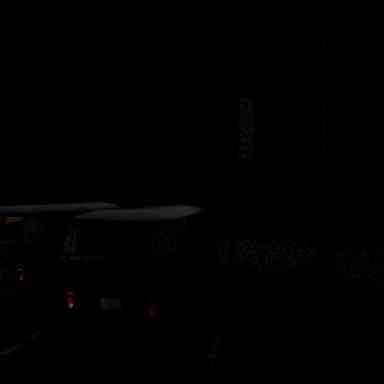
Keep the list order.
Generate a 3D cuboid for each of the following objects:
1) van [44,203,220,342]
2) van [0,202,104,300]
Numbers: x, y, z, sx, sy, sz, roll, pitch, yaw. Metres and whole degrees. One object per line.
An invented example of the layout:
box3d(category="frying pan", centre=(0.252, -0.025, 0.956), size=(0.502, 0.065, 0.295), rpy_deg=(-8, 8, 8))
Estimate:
box3d(category="van", centre=(-0.600, 1.255, 6.558), size=(1.878, 1.987, 4.442), rpy_deg=(0, -1, 13))
box3d(category="van", centre=(-3.120, 1.255, 8.188), size=(1.878, 1.987, 4.442), rpy_deg=(0, -1, 13))
